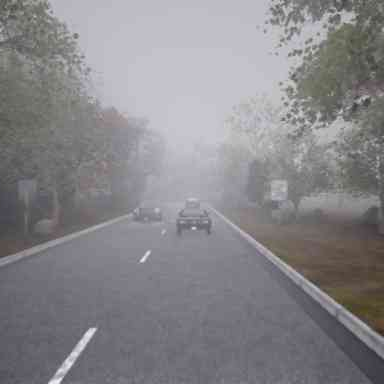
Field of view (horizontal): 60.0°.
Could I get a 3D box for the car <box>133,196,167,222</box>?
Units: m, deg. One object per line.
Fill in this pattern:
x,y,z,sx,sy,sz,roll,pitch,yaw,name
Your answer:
-3.345,1.366,26.618,2.097,1.767,4.553,0,0,0,car

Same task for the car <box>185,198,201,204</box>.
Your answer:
0.102,1.482,42.865,1.882,1.535,5.008,0,0,0,car

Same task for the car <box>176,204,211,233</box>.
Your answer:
0.101,1.613,19.730,1.895,1.301,4.718,0,0,0,car

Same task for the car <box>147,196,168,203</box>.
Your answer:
-7.131,1.497,68.840,4.181,1.385,1.994,-1,-3,44,car
